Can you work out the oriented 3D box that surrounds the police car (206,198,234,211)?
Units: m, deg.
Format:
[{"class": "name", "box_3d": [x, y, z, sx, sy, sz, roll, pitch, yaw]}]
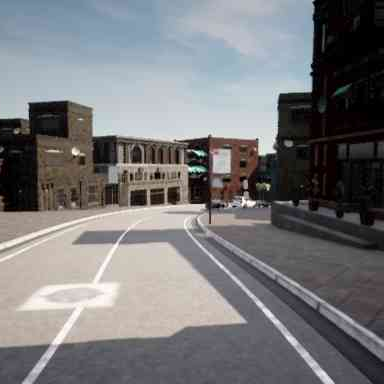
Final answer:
[{"class": "police car", "box_3d": [3.650, 1.707, 46.489, 1.930, 1.638, 5.238, 2, 0, 26]}]

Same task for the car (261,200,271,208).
[{"class": "car", "box_3d": [12.247, 2.171, 58.766, 1.837, 1.490, 4.892, 5, 2, 44]}]

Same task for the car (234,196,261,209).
[{"class": "car", "box_3d": [8.592, 1.742, 54.460, 2.150, 2.045, 5.566, 5, 1, 37]}]
